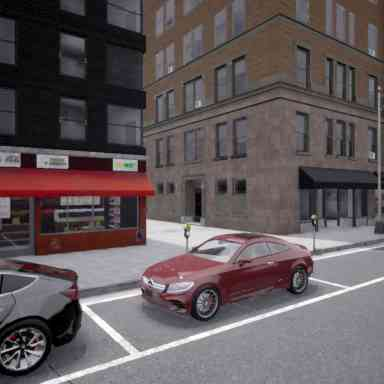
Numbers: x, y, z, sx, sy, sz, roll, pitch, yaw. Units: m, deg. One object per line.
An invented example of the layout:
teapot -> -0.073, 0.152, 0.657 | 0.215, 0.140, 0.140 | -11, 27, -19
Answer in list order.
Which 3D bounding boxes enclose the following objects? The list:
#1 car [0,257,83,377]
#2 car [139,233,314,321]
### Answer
car -> -3.550, 1.566, 4.003 | 4.313, 1.339, 1.947 | 0, 0, -35
car -> 0.931, 1.582, 7.195 | 4.206, 1.307, 1.802 | 0, 0, -35
